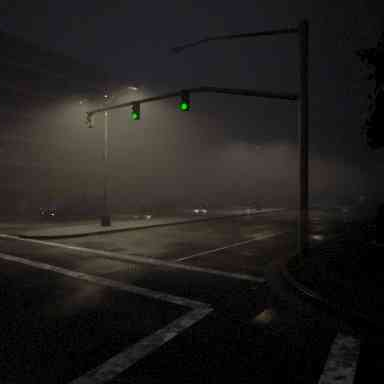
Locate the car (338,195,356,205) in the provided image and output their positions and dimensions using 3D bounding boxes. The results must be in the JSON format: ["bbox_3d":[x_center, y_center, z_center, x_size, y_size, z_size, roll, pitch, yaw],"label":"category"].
[{"bbox_3d":[26.656,1.352,57.153,2.097,1.767,4.553,0,0,36],"label":"car"}]

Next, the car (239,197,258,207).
[{"bbox_3d":[9.255,1.505,52.967,1.837,1.490,4.892,0,0,36],"label":"car"}]

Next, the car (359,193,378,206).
[{"bbox_3d":[28.722,1.221,54.039,2.150,2.045,5.566,0,0,36],"label":"car"}]

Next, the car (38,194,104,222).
[{"bbox_3d":[-9.535,1.222,27.117,2.150,2.045,5.566,0,0,36],"label":"car"}]

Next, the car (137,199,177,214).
[{"bbox_3d":[-3.631,1.478,35.267,1.882,1.535,5.008,0,0,36],"label":"car"}]

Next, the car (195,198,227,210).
[{"bbox_3d":[2.631,1.547,43.909,2.033,1.411,5.357,0,0,36],"label":"car"}]
